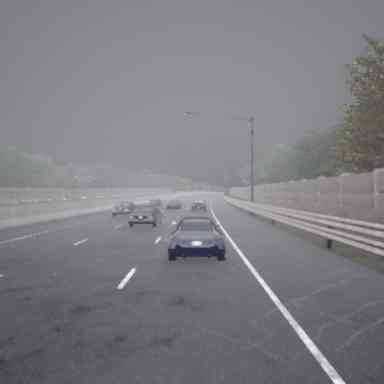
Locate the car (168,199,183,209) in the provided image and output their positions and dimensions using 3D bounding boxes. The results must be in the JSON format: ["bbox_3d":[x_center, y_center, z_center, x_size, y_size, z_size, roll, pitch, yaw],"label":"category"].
[{"bbox_3d":[-2.441,1.733,47.344,1.994,1.385,4.181,0,0,2],"label":"car"}]

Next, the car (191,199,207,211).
[{"bbox_3d":[0.898,1.686,43.157,1.812,1.442,4.674,0,0,2],"label":"car"}]

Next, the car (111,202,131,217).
[{"bbox_3d":[-6.451,1.679,32.671,2.033,1.411,5.357,0,0,2],"label":"car"}]

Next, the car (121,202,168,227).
[{"bbox_3d":[-3.173,1.650,23.397,2.033,1.411,5.357,0,0,1],"label":"car"}]

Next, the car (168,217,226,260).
[{"bbox_3d":[0.176,1.625,12.703,1.994,1.385,4.181,0,0,1],"label":"car"}]

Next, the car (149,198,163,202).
[{"bbox_3d":[-5.711,1.672,52.713,2.128,1.511,4.902,0,0,3],"label":"car"}]
